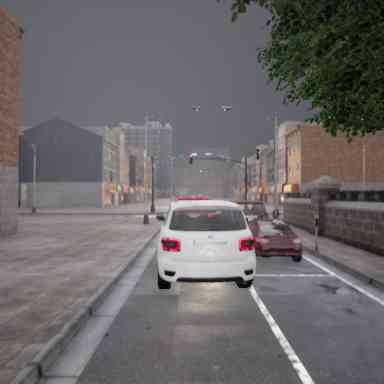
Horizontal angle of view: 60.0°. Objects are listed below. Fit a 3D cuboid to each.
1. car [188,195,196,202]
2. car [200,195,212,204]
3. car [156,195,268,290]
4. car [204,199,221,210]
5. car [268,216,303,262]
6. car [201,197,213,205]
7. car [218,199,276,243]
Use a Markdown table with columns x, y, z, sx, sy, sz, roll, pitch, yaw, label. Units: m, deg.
| x | y | z | sx | sy | sz | roll | pitch | yaw | label |
| --- | --- | --- | --- | --- | --- | --- | --- | --- | --- |
| 0.024 | 1.544 | 83.922 | 2.097 | 1.767 | 4.553 | 0 | 0 | 0 | car |
| 2.664 | 1.433 | 65.480 | 2.192 | 1.841 | 5.009 | 1 | 0 | 0 | car |
| 0.189 | 1.224 | 9.259 | 2.150 | 2.045 | 5.566 | 0 | 0 | -4 | car |
| 2.656 | 1.600 | 43.731 | 1.887 | 1.381 | 4.507 | 1 | 0 | 0 | car |
| 2.647 | 1.586 | 11.851 | 1.802 | 1.307 | 4.206 | 1 | 0 | 0 | car |
| 2.661 | 1.645 | 60.042 | 1.887 | 1.381 | 4.507 | 1 | 0 | 0 | car |
| 2.652 | 1.324 | 17.300 | 2.192 | 1.841 | 5.009 | 1 | 0 | 0 | car |
